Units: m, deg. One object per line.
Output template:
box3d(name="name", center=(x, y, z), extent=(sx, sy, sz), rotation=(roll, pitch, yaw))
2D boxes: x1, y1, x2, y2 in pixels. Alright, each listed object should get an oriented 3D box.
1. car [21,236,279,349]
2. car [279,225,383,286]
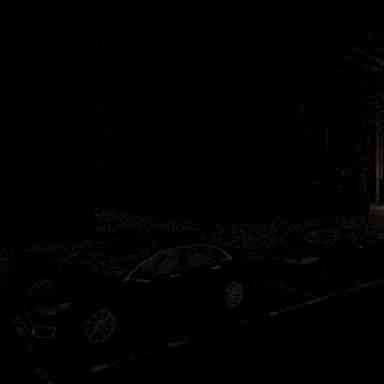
box3d(name="car", center=(-0.691, 1.559, 6.159), extent=(4.403, 1.369, 2.008), rotation=(0, 0, -35))
box3d(name="car", center=(3.899, 1.608, 9.432), extent=(4.206, 1.307, 1.802), rotation=(0, 0, -35))
